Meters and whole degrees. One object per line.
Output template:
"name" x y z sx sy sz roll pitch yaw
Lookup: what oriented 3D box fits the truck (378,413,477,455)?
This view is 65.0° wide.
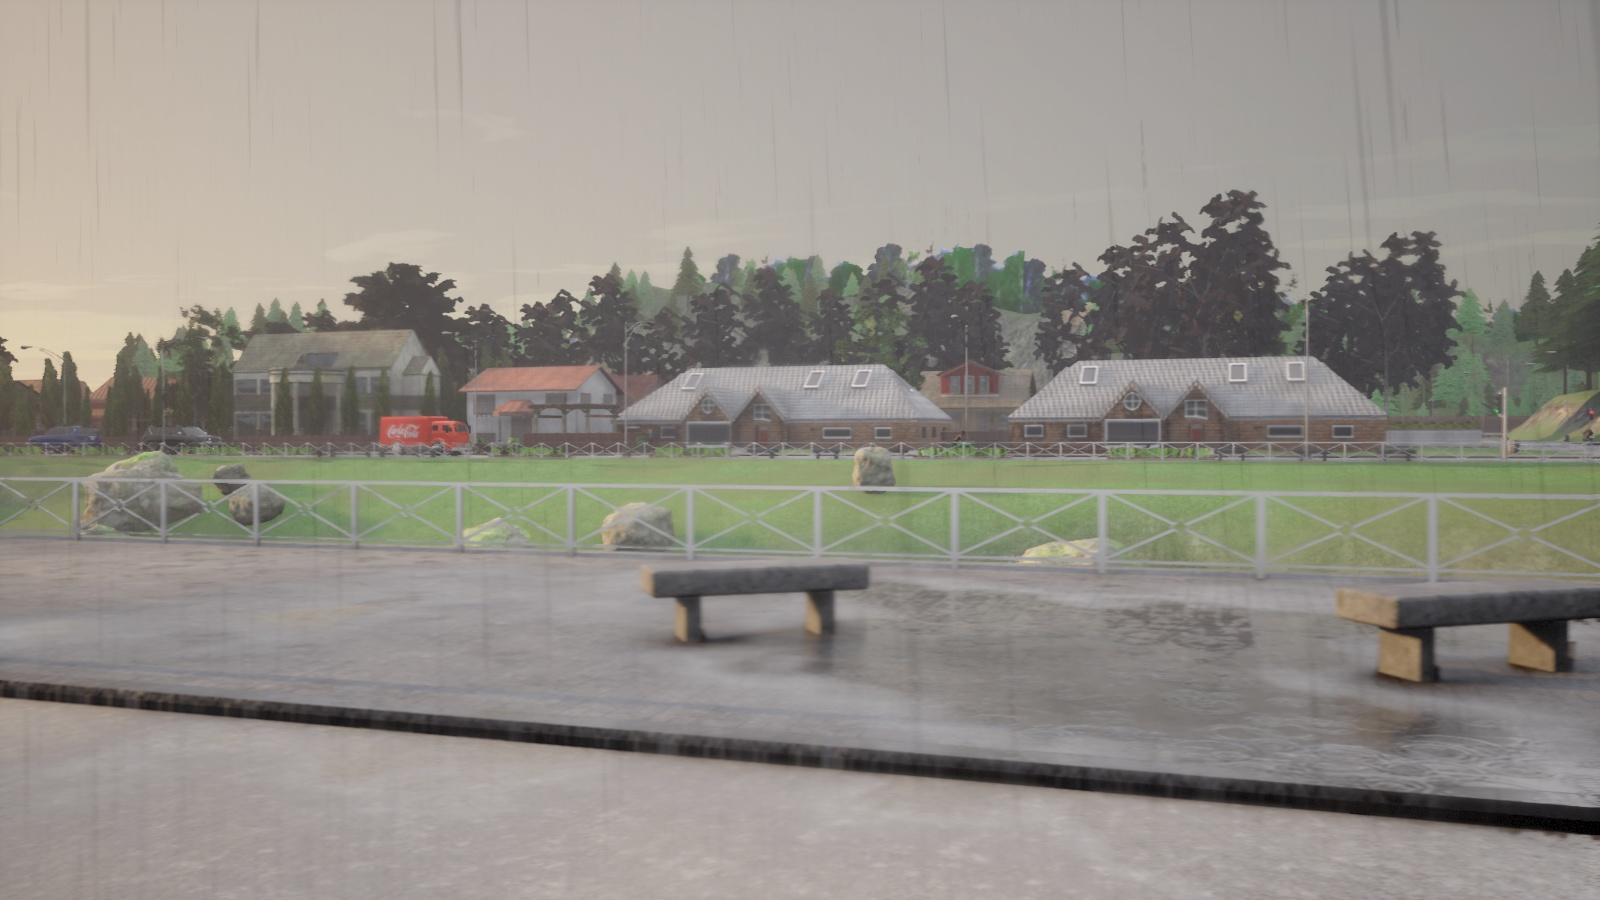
"truck" -22.667 -0.969 76.388 5.204 2.467 2.627 1 1 19

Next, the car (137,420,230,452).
"car" -40.467 -0.926 82.384 5.566 2.045 2.150 1 1 19
